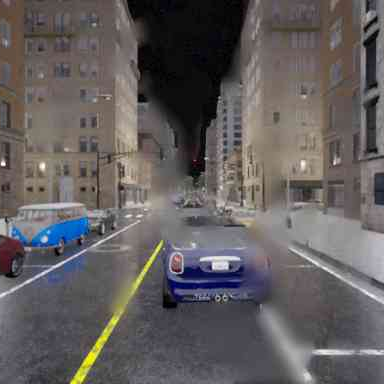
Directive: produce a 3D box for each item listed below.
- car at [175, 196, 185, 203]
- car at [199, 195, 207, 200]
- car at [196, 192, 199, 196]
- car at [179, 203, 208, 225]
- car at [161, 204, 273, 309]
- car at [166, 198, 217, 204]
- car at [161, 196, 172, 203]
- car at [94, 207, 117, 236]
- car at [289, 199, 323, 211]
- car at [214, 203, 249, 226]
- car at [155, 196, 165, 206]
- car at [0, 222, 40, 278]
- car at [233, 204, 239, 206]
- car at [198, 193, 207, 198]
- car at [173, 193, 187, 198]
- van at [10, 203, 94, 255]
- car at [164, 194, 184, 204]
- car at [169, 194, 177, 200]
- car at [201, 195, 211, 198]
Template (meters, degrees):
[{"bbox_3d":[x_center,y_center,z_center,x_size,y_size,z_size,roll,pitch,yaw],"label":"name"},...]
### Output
[{"bbox_3d":[-2.540,1.501,70.556,1.812,1.442,4.674,0,0,0],"label":"car"},{"bbox_3d":[2.907,1.532,90.355,1.947,1.339,4.313,0,0,0],"label":"car"},{"bbox_3d":[2.890,1.284,84.673,2.192,1.841,5.009,0,0,0],"label":"car"},{"bbox_3d":[0.092,1.557,25.052,1.994,1.385,4.181,0,0,0],"label":"car"},{"bbox_3d":[0.328,1.350,8.123,2.097,1.767,4.553,0,0,-5],"label":"car"},{"bbox_3d":[0.123,1.347,15.390,2.097,1.767,4.553,0,0,0],"label":"car"},{"bbox_3d":[-5.186,1.544,67.649,1.947,1.339,4.313,0,0,0],"label":"car"},{"bbox_3d":[-5.336,1.545,18.323,2.008,1.369,4.403,0,0,0],"label":"car"},{"bbox_3d":[13.705,1.505,38.312,4.718,1.301,1.895,0,0,0],"label":"car"},{"bbox_3d":[2.709,1.544,23.707,2.008,1.369,4.403,0,0,0],"label":"car"},{"bbox_3d":[-5.221,1.509,56.117,1.752,1.417,4.829,0,0,0],"label":"car"},{"bbox_3d":[-5.371,1.580,7.511,1.802,1.307,4.206,0,0,0],"label":"car"},{"bbox_3d":[2.698,1.520,18.470,1.752,1.417,4.829,0,0,0],"label":"car"},{"bbox_3d":[2.856,1.415,73.309,1.967,1.590,4.097,0,0,0],"label":"car"},{"bbox_3d":[-2.641,1.203,60.450,2.150,2.045,5.566,0,0,1],"label":"car"},{"bbox_3d":[-5.354,1.337,12.917,1.690,1.788,3.998,0,0,0],"label":"van"},{"bbox_3d":[-2.692,1.463,50.462,1.882,1.535,5.008,0,0,0],"label":"car"},{"bbox_3d":[-5.118,1.406,90.374,1.967,1.590,4.097,0,0,0],"label":"car"},{"bbox_3d":[2.787,1.536,50.582,2.008,1.369,4.403,0,0,0],"label":"car"}]
